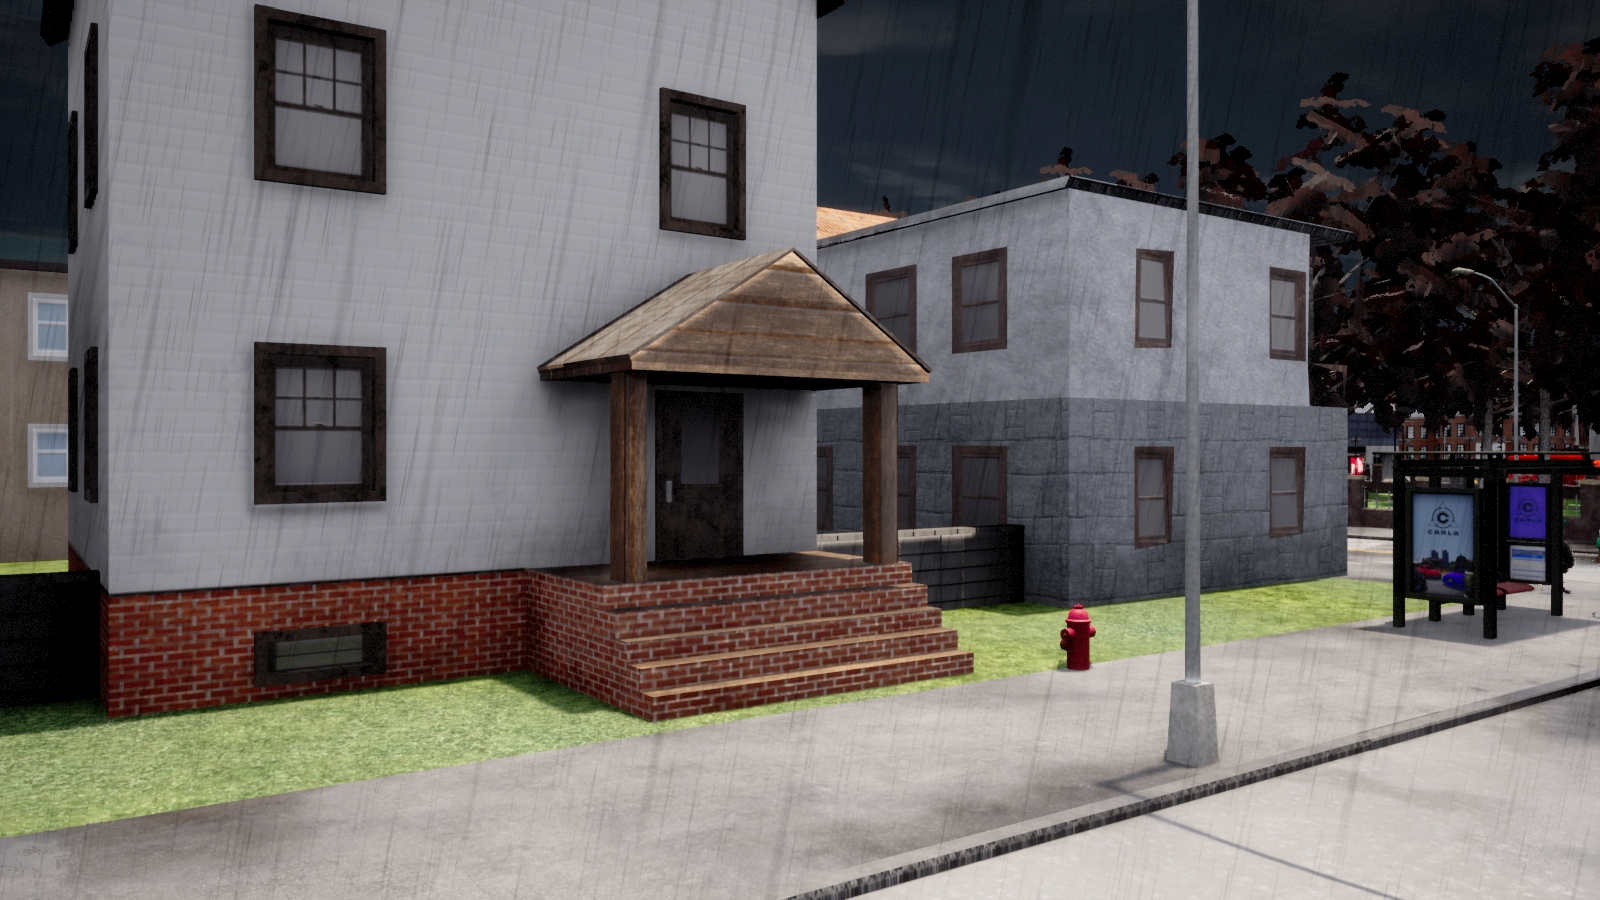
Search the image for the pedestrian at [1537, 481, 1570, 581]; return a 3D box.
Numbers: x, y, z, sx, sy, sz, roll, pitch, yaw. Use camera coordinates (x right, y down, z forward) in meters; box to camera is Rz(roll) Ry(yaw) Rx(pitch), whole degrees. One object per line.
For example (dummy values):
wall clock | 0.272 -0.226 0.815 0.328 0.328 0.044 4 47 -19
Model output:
pedestrian | 14.208 1.516 21.541 0.375 1.860 0.375 0 0 -25
